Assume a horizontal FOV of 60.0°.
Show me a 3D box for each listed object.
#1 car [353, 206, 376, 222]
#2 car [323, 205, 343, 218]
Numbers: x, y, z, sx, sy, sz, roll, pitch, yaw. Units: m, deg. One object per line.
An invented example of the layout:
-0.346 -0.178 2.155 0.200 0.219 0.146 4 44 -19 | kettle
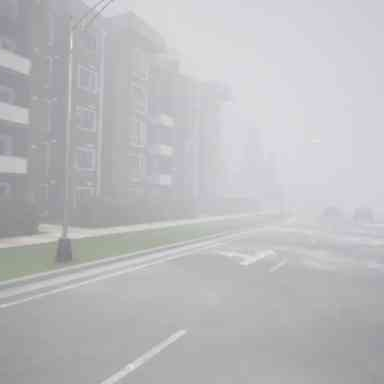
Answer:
18.606 2.332 35.981 1.837 1.490 4.892 1 0 29 | car
17.334 2.334 40.958 1.837 1.490 4.892 1 0 29 | car
